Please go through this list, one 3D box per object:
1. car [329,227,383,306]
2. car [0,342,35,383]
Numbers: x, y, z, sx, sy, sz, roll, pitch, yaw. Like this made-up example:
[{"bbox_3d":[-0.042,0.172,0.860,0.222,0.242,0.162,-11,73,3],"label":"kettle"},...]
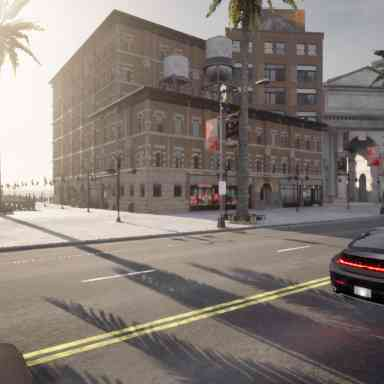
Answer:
[{"bbox_3d":[4.966,1.505,7.252,4.892,1.490,1.837,0,0,-36],"label":"car"},{"bbox_3d":[-3.440,1.547,1.282,5.357,1.411,2.033,0,0,-36],"label":"car"}]
